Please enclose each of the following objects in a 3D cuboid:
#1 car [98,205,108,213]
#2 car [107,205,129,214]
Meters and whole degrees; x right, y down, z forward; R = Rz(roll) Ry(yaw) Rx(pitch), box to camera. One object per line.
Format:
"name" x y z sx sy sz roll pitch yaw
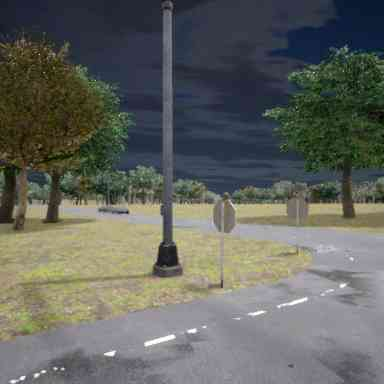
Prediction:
"car" -15.864 3.052 61.482 2.128 1.511 4.902 2 -2 -33
"car" -12.077 3.011 55.692 1.994 1.385 4.181 2 -2 -32
